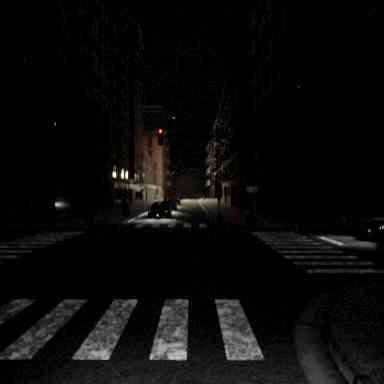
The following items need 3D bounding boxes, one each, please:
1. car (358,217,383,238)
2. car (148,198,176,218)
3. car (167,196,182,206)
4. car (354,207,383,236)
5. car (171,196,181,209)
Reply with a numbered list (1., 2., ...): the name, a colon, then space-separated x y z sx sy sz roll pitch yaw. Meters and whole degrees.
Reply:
1. car: 10.625 1.541 15.523 4.674 1.442 1.812 0 0 1
2. car: -2.833 1.540 30.318 2.033 1.411 5.357 0 0 0
3. car: -2.810 1.465 54.521 2.128 1.511 4.902 0 0 0
4. car: 11.641 1.552 18.009 4.829 1.417 1.752 0 0 0
5. car: -2.821 1.478 41.606 2.128 1.511 4.902 0 0 0
